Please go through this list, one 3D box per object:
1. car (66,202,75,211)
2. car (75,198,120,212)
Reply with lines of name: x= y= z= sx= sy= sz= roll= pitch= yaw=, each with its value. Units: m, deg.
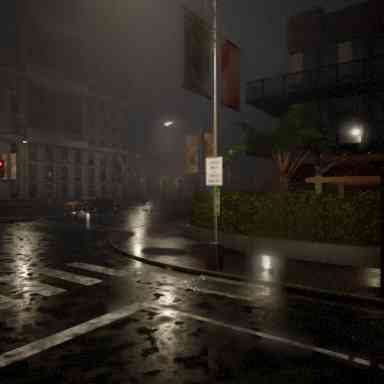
car: x=-13.024 y=1.477 z=40.851 sx=1.882 sy=1.535 sz=5.008 roll=0 pitch=0 yaw=35
car: x=-10.527 y=1.505 z=38.309 sx=1.837 sy=1.490 sz=4.892 roll=0 pitch=0 yaw=36
